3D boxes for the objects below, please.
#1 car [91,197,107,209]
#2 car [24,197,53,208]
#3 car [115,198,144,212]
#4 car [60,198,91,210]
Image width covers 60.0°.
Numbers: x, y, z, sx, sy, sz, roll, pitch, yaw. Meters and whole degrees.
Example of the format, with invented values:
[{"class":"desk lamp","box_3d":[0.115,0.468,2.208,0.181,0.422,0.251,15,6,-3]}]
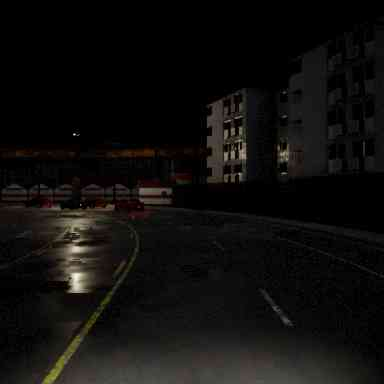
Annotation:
[{"class":"car","box_3d":[-13.746,1.477,45.979,5.008,1.535,1.882,0,0,42]},{"class":"car","box_3d":[-22.189,1.477,47.971,5.008,1.535,1.882,0,0,31]},{"class":"car","box_3d":[-7.383,1.478,38.927,1.882,1.535,5.008,0,0,-36]},{"class":"car","box_3d":[-15.142,1.564,42.387,1.994,1.385,4.181,0,0,-45]}]
